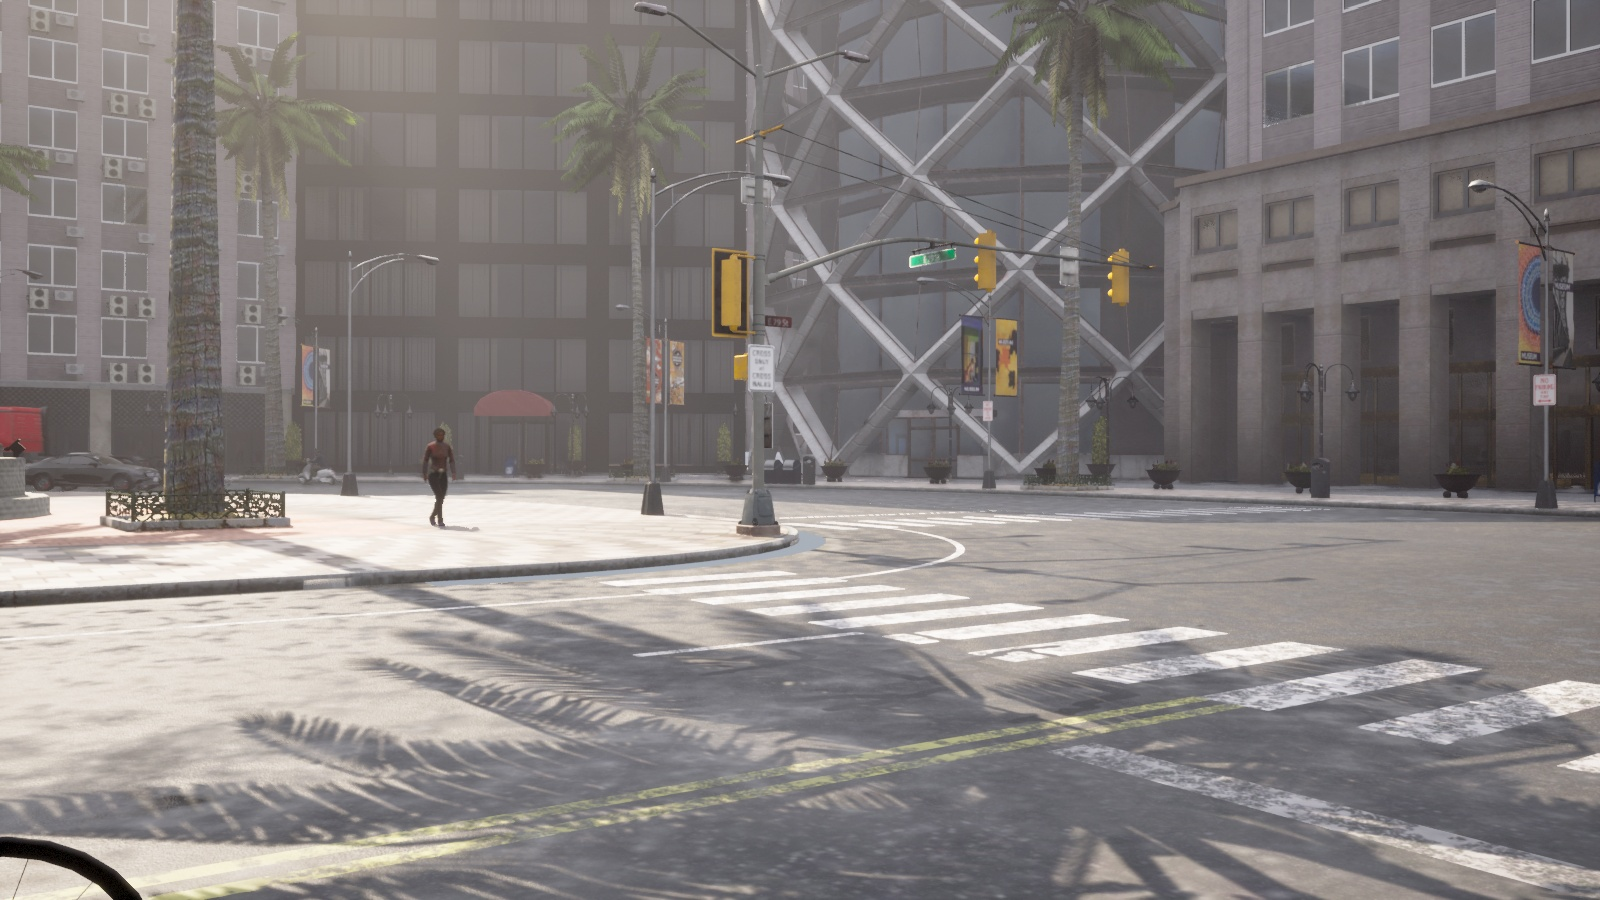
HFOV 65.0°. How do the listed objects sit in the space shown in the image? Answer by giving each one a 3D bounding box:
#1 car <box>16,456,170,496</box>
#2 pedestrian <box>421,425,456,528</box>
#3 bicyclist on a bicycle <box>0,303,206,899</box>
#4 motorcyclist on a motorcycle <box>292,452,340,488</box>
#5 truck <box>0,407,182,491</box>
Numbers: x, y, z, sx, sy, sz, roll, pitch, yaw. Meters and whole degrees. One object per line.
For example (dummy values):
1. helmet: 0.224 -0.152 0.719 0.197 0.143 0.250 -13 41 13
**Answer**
1. car: -25.975 0.939 46.233 4.674 1.442 1.812 0 0 0
2. pedestrian: -6.472 0.470 22.493 0.328 1.805 0.869 0 0 -36
3. bicyclist on a bicycle: -2.110 0.625 2.206 1.843 1.776 0.659 0 0 -35
4. motorcyclist on a motorcycle: -21.768 0.882 56.448 1.817 1.590 0.866 0 0 7
5. truck: -30.852 -0.042 53.113 7.936 3.462 2.891 0 0 -3
